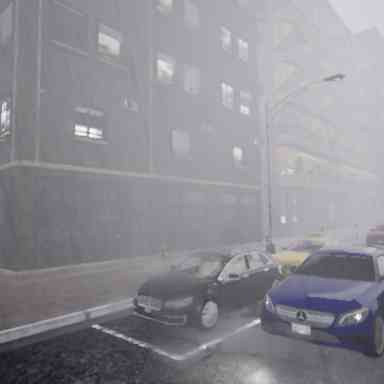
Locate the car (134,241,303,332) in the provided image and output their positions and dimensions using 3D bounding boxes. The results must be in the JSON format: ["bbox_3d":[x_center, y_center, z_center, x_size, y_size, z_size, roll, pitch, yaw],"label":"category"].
[{"bbox_3d":[0.654,2.050,7.862,2.008,1.369,4.403,-4,-4,43],"label":"car"}]

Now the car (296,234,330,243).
[{"bbox_3d":[4.311,2.201,11.829,1.752,1.417,4.829,-4,-4,43],"label":"car"}]

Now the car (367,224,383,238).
[{"bbox_3d":[11.973,2.589,20.135,1.887,1.381,4.507,-4,-5,43],"label":"car"}]

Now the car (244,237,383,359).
[{"bbox_3d":[3.167,1.890,6.797,1.812,1.442,4.674,-5,-5,41],"label":"car"}]
